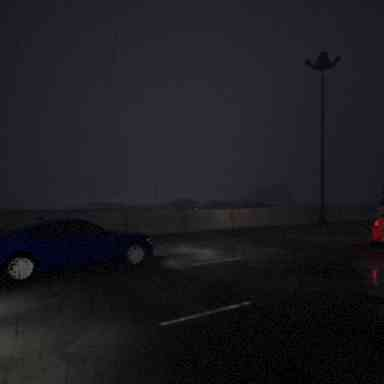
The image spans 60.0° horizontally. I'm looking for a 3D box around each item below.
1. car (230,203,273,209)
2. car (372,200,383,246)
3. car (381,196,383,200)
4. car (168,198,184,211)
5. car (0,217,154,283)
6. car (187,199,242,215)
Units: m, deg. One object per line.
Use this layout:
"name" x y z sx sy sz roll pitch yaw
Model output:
"car" 4.695 1.468 27.311 4.902 1.511 2.128 0 0 -29
"car" 9.621 1.351 13.784 4.553 1.767 2.097 0 0 -30
"car" 13.416 1.219 19.905 5.566 2.045 2.150 0 0 -28
"car" -1.385 1.449 35.922 4.902 1.511 2.128 0 0 -29
"car" -3.517 1.461 9.693 5.008 1.535 1.882 0 0 -34
"car" 2.319 1.513 34.026 5.357 1.411 2.033 0 0 -29
